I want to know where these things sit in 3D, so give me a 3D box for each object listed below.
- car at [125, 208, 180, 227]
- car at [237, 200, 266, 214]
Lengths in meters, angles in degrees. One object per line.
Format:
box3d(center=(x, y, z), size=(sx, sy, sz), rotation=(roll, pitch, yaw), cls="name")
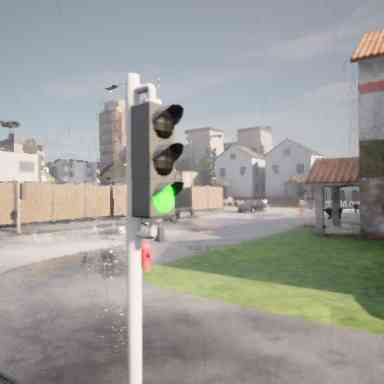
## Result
box3d(center=(-2.872, 1.688, 24.919), size=(1.837, 1.490, 4.892), rotation=(-1, 0, 36), cls="car")
box3d(center=(6.980, 1.690, 38.552), size=(1.837, 1.490, 4.892), rotation=(-1, -1, 36), cls="car")
